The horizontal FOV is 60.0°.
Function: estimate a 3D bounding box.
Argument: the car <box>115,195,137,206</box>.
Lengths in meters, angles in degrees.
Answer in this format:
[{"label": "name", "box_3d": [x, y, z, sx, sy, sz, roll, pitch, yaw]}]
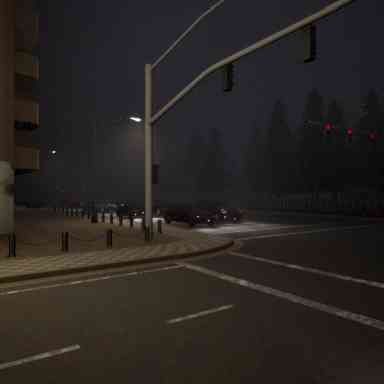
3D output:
[{"label": "car", "box_3d": [-11.410, 1.408, 57.186, 2.097, 1.767, 4.553, 0, 0, -36]}]

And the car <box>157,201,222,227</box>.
[{"label": "car", "box_3d": [-0.319, 1.581, 23.508, 1.812, 1.442, 4.674, 0, 0, -37]}]

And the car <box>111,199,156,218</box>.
[{"label": "car", "box_3d": [-5.435, 1.619, 30.577, 1.994, 1.385, 4.181, 0, 0, -36]}]

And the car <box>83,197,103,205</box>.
[{"label": "car", "box_3d": [-18.015, 1.656, 60.365, 1.895, 1.301, 4.718, 0, 0, -36]}]

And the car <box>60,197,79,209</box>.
[{"label": "car", "box_3d": [-17.286, 1.533, 47.108, 1.882, 1.535, 5.008, 0, 0, -35]}]

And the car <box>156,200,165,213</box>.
[{"label": "car", "box_3d": [-3.374, 1.547, 33.709, 2.128, 1.511, 4.902, 0, 0, -36]}]

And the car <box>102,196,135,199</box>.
[{"label": "car", "box_3d": [-9.420, 1.603, 42.116, 2.033, 1.411, 5.357, 0, 0, -35]}]

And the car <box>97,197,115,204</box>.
[{"label": "car", "box_3d": [-16.689, 1.656, 64.485, 1.895, 1.301, 4.718, 0, 0, -36]}]

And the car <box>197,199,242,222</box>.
[{"label": "car", "box_3d": [1.862, 1.407, 26.439, 2.097, 1.767, 4.553, 0, 0, -36]}]

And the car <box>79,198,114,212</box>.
[{"label": "car", "box_3d": [-11.177, 1.656, 38.562, 1.895, 1.301, 4.718, 0, 0, -36]}]
